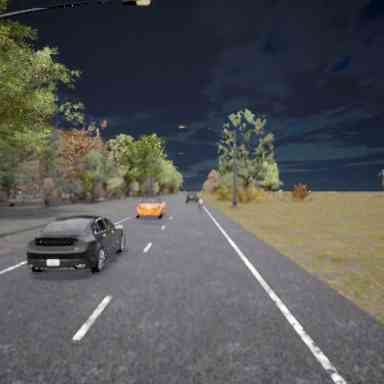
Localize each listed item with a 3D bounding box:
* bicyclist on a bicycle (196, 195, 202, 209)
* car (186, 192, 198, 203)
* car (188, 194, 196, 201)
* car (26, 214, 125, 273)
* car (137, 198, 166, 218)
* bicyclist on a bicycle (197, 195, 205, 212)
[{"bbox_3d":[0.927,1.255,43.327,0.659,1.776,1.843,0,0,0],"label":"bicyclist on a bicycle"},{"bbox_3d":[-0.039,1.056,62.983,2.150,2.045,5.566,0,0,0],"label":"car"},{"bbox_3d":[-0.065,1.275,76.948,1.882,1.535,5.008,0,0,0],"label":"car"},{"bbox_3d":[-3.411,1.476,10.589,1.837,1.490,4.892,0,0,0],"label":"car"},{"bbox_3d":[-3.426,1.275,28.763,2.097,1.767,4.553,0,0,0],"label":"car"},{"bbox_3d":[0.909,1.344,34.426,0.866,1.612,1.509,0,0,0],"label":"bicyclist on a bicycle"}]
